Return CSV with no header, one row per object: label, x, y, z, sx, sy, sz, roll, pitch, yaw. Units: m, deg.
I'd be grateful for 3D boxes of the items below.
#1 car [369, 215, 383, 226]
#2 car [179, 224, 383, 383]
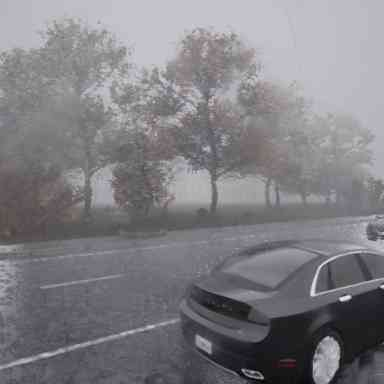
car,9.944,1.508,15.385,4.892,1.490,1.837,0,0,-35
car,2.108,1.506,5.250,4.892,1.490,1.837,0,0,-35
